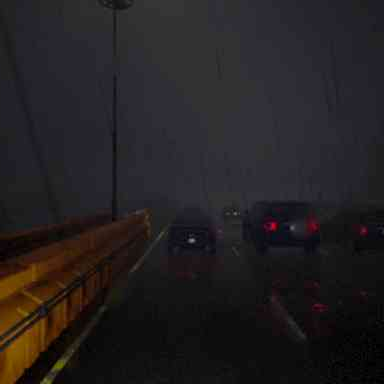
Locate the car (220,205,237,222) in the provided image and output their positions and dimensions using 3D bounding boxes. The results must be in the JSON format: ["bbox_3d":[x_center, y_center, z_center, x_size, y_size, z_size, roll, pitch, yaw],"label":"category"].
[{"bbox_3d":[3.490,1.817,28.986,2.033,1.411,5.357,0,0,0],"label":"car"}]

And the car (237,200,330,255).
[{"bbox_3d":[3.495,1.347,14.012,2.150,2.045,5.566,0,0,0],"label":"car"}]

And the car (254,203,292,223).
[{"bbox_3d":[6.993,1.765,29.291,2.128,1.511,4.902,0,0,0],"label":"car"}]

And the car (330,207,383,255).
[{"bbox_3d":[6.997,1.482,14.084,2.097,1.767,4.553,0,-1,0],"label":"car"}]

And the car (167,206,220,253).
[{"bbox_3d":[-0.001,1.613,14.469,1.882,1.535,5.008,0,0,0],"label":"car"}]
